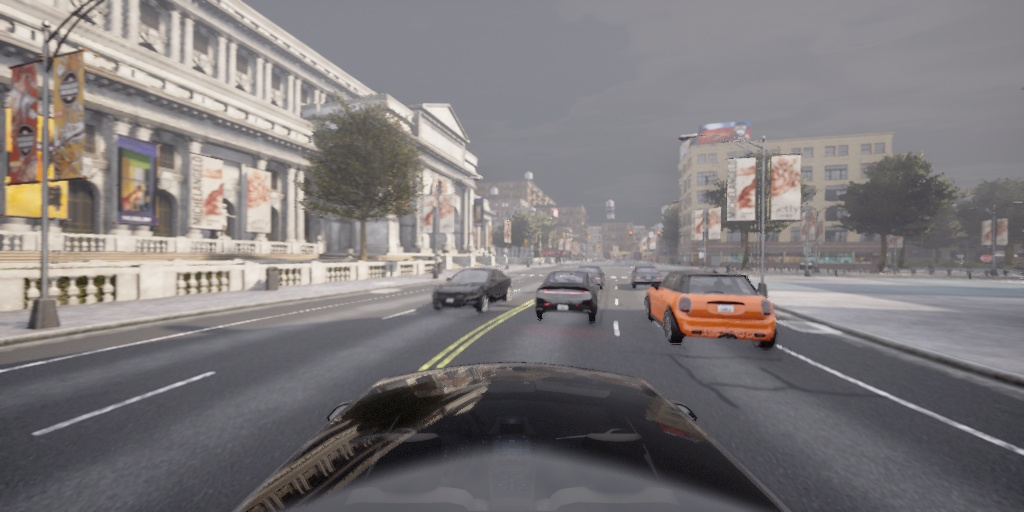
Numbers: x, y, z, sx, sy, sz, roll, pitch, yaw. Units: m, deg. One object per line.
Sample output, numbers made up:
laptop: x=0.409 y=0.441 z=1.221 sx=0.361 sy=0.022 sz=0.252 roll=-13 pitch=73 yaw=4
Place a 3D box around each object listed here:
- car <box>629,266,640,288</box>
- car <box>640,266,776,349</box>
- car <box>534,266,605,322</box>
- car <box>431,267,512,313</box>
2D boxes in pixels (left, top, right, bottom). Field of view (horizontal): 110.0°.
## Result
car: x=8.826 y=1.356 z=23.758 sx=2.033 sy=1.411 sz=5.357 roll=0 pitch=0 yaw=16
car: x=4.963 y=1.138 z=9.653 sx=2.097 sy=1.767 sz=4.553 roll=1 pitch=0 yaw=12
car: x=2.011 y=1.249 z=12.390 sx=2.128 sy=1.511 sz=4.902 roll=0 pitch=0 yaw=14
car: x=-1.397 y=1.207 z=14.265 sx=1.882 sy=1.535 sz=5.008 roll=0 pitch=0 yaw=16
